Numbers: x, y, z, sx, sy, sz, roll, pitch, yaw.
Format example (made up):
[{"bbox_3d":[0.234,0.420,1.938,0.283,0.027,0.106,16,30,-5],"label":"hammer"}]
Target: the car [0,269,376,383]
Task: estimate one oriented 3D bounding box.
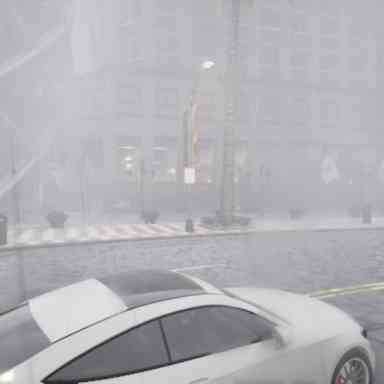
[{"bbox_3d":[-0.198,1.526,3.202,4.674,1.442,1.812,0,0,-33],"label":"car"}]
